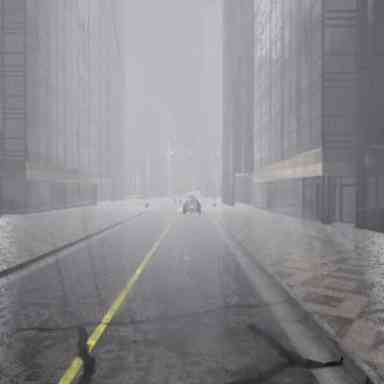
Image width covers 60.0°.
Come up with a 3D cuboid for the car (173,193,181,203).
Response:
[{"bbox_3d":[-2.993,1.525,70.780,2.128,1.511,4.902,0,0,0],"label":"car"}]

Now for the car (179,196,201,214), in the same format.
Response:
[{"bbox_3d":[0.023,1.539,36.001,2.033,1.649,4.856,0,0,1],"label":"car"}]

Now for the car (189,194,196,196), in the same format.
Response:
[{"bbox_3d":[0.006,1.219,68.386,1.837,1.490,4.892,0,0,0],"label":"car"}]
